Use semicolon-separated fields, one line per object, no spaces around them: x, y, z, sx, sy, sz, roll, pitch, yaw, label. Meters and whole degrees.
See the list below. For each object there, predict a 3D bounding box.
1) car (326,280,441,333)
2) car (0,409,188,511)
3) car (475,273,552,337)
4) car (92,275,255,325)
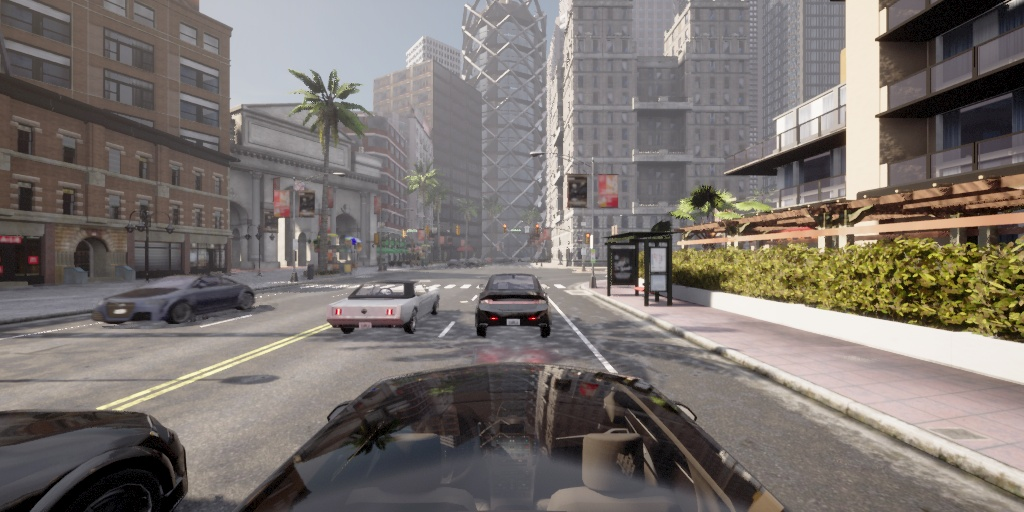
-3.457;1.351;10.708;1.895;1.301;4.718;0;0;0;car
-3.392;1.314;0.889;1.994;1.385;4.181;0;0;0;car
0.042;1.242;10.329;2.128;1.511;4.902;0;0;0;car
-10.606;1.314;11.698;1.994;1.385;4.181;0;0;0;car
